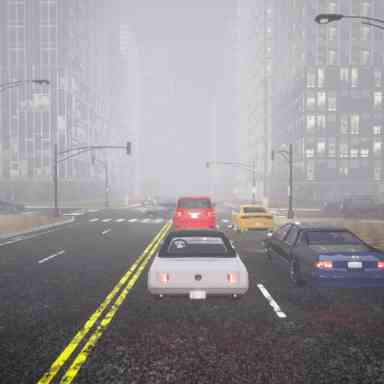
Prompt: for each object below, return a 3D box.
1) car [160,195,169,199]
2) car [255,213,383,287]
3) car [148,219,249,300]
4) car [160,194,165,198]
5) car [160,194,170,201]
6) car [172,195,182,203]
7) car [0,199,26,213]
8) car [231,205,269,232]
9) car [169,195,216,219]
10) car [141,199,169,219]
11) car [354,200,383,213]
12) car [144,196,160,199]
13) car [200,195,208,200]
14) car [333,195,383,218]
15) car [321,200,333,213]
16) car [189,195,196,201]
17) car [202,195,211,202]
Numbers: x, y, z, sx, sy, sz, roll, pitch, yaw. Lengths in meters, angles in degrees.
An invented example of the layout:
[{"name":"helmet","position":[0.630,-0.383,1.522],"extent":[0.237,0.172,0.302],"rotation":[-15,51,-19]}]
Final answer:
[{"name":"car","position":[-3.289,1.528,51.177],"extent":[1.994,1.385,4.181],"rotation":[0,0,0]},{"name":"car","position":[3.364,1.543,9.356],"extent":[2.033,1.411,5.357],"rotation":[0,0,0]},{"name":"car","position":[0.110,1.597,8.329],"extent":[1.895,1.301,4.718],"rotation":[0,0,0]},{"name":"car","position":[-6.494,1.431,60.417],"extent":[1.882,1.535,5.008],"rotation":[0,0,-1]},{"name":"car","position":[-6.421,1.282,80.618],"extent":[2.097,1.767,4.553],"rotation":[0,0,0]},{"name":"car","position":[-3.180,1.465,71.526],"extent":[2.128,1.511,4.902],"rotation":[0,0,0]},{"name":"car","position":[-19.359,1.407,33.970],"extent":[4.181,1.385,1.994],"rotation":[1,1,1]},{"name":"car","position":[3.372,1.468,19.175],"extent":[1.882,1.535,5.008],"rotation":[0,0,1]},{"name":"car","position":[0.118,1.212,18.088],"extent":[2.150,2.045,5.566],"rotation":[0,0,0]},{"name":"car","position":[-2.275,1.591,29.757],"extent":[2.033,1.411,5.357],"rotation":[0,0,25]},{"name":"car","position":[21.848,1.642,39.043],"extent":[4.829,1.417,1.752],"rotation":[1,0,1]},{"name":"car","position":[-6.545,1.456,50.744],"extent":[2.128,1.511,4.902],"rotation":[0,0,0]},{"name":"car","position":[3.342,1.448,92.399],"extent":[2.033,1.411,5.357],"rotation":[0,0,0]},{"name":"car","position":[16.232,1.518,30.762],"extent":[5.009,1.841,2.192],"rotation":[1,0,1]},{"name":"car","position":[17.157,1.339,36.526],"extent":[5.566,2.045,2.150],"rotation":[1,1,1]},{"name":"car","position":[0.081,1.449,82.183],"extent":[1.812,1.442,4.674],"rotation":[0,0,0]},{"name":"car","position":[3.328,1.412,75.374],"extent":[1.882,1.535,5.008],"rotation":[0,0,0]}]
